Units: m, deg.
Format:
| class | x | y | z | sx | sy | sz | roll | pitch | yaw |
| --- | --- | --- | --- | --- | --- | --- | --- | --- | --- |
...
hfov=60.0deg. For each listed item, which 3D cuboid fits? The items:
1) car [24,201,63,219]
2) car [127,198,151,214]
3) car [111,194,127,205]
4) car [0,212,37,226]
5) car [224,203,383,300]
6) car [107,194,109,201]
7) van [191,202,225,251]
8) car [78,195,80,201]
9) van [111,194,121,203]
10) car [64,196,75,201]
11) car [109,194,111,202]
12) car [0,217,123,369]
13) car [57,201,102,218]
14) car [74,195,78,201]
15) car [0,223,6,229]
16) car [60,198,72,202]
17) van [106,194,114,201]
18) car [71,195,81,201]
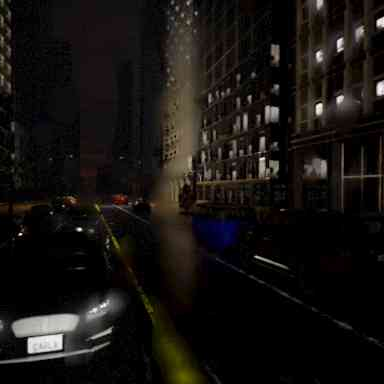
| class | x | y | z | sx | sy | sz | roll | pitch | yaw |
| --- | --- | --- | --- | --- | --- | --- | --- | --- | --- |
| car | -10.135 | 1.550 | 22.357 | 2.008 | 1.369 | 4.403 | -1 | 0 | -17 |
| car | -5.480 | 1.557 | 35.690 | 2.008 | 1.369 | 4.403 | -1 | 0 | -17 |
| car | -12.189 | 1.321 | 57.413 | 2.192 | 1.841 | 5.009 | -1 | 0 | -17 |
| car | -6.781 | 1.581 | 11.496 | 1.802 | 1.307 | 4.206 | -1 | 0 | -17 |
| car | 2.901 | 1.320 | 8.536 | 2.192 | 1.841 | 5.009 | -1 | 0 | -17 |
| car | -17.217 | 1.445 | 73.706 | 1.967 | 1.590 | 4.097 | -1 | 0 | -17 |
| van | 1.224 | 1.346 | 13.967 | 1.690 | 1.788 | 3.998 | -1 | 0 | -17 |
| car | -21.821 | 1.525 | 60.210 | 1.752 | 1.417 | 4.829 | -1 | 0 | -17 |
| van | -15.542 | 1.347 | 68.275 | 1.690 | 1.788 | 3.998 | -1 | 0 | -17 |
| car | -16.841 | 1.582 | 44.080 | 1.802 | 1.307 | 4.206 | -1 | 0 | -17 |
| car | -13.866 | 1.321 | 62.844 | 2.192 | 1.841 | 5.009 | -1 | 0 | -17 |
| car | -2.424 | 1.492 | 6.183 | 2.128 | 1.511 | 4.902 | 0 | 0 | -17 |
| car | -6.084 | 1.479 | 18.391 | 1.882 | 1.535 | 5.008 | 0 | 0 | -17 |
| car | -18.519 | 1.440 | 49.510 | 1.967 | 1.590 | 4.097 | -1 | 0 | -17 |
| car | -5.105 | 1.549 | 6.065 | 2.008 | 1.369 | 4.403 | -1 | 0 | -17 |
| car | -13.488 | 1.550 | 33.218 | 2.008 | 1.369 | 4.403 | -1 | 0 | -17 |
| van | -22.248 | 1.343 | 89.997 | 1.690 | 1.788 | 3.998 | -1 | 0 | -17 |
| car | -28.578 | 1.548 | 82.095 | 2.008 | 1.369 | 4.403 | 0 | 0 | -17 |
